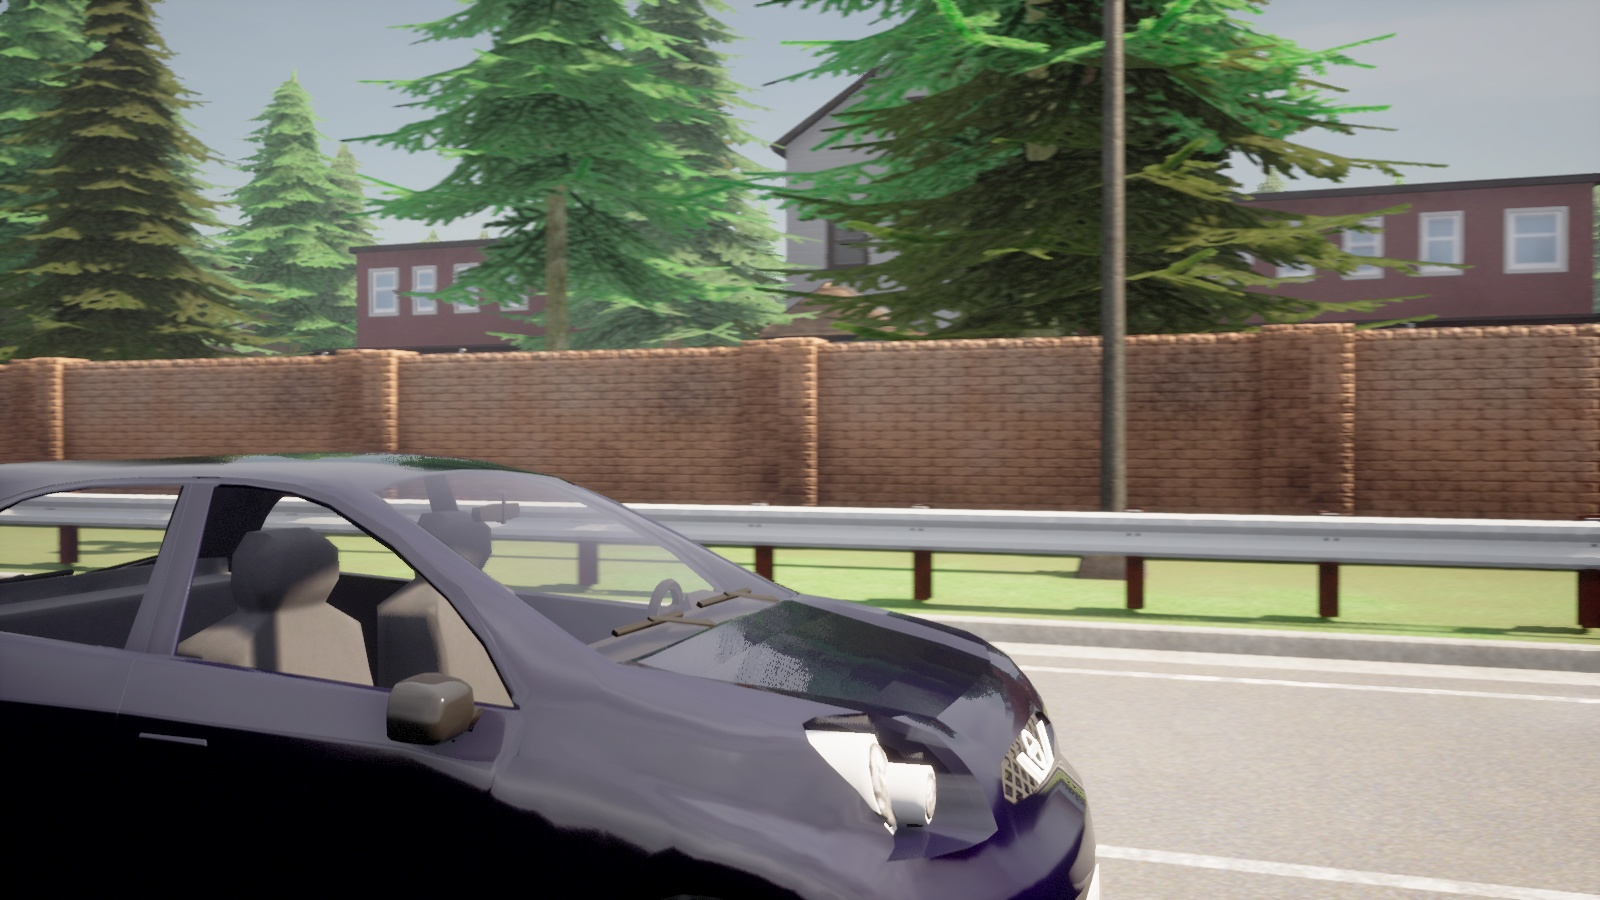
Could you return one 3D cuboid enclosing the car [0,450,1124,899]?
[{"bbox_3d":[-1.032,0.777,3.541,3.633,1.501,1.845,1,1,19],"label":"car"}]
